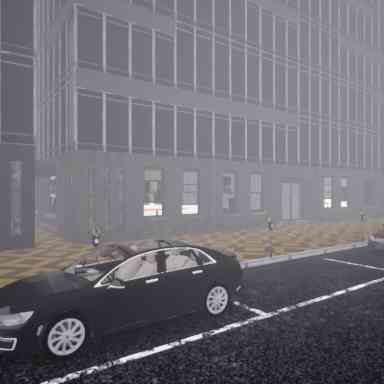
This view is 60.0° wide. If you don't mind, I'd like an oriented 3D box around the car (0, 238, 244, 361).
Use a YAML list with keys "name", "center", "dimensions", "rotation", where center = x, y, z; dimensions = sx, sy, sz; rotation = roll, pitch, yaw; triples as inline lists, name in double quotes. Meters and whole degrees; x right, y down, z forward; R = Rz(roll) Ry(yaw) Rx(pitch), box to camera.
- name: "car"
  center: [-1.036, 1.552, 5.816]
  dimensions: [4.403, 1.369, 2.008]
  rotation: [0, 0, -35]

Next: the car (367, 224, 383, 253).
- name: "car"
  center: [8.252, 1.587, 12.399]
  dimensions: [4.206, 1.307, 1.802]
  rotation: [0, 0, -35]
